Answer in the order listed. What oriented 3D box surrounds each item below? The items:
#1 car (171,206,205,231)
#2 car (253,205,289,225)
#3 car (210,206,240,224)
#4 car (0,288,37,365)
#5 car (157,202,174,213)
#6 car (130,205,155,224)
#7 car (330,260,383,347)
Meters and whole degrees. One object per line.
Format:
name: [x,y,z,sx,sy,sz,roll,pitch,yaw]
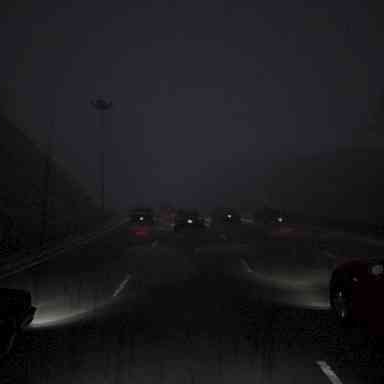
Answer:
car: [-0.260,1.842,22.958,1.994,1.385,4.181,0,-1,-4]
car: [6.413,1.838,27.459,1.837,1.490,4.892,1,0,-5]
car: [2.785,1.908,28.475,1.994,1.385,4.181,0,-1,-6]
car: [-3.402,1.583,2.844,2.033,1.411,5.357,0,-1,0]
car: [-3.590,2.034,44.898,2.128,1.511,4.902,0,-1,-14]
car: [-4.244,1.852,28.581,1.837,1.490,4.892,1,0,-6]
car: [3.599,1.405,4.341,2.097,1.767,4.553,0,-1,0]
